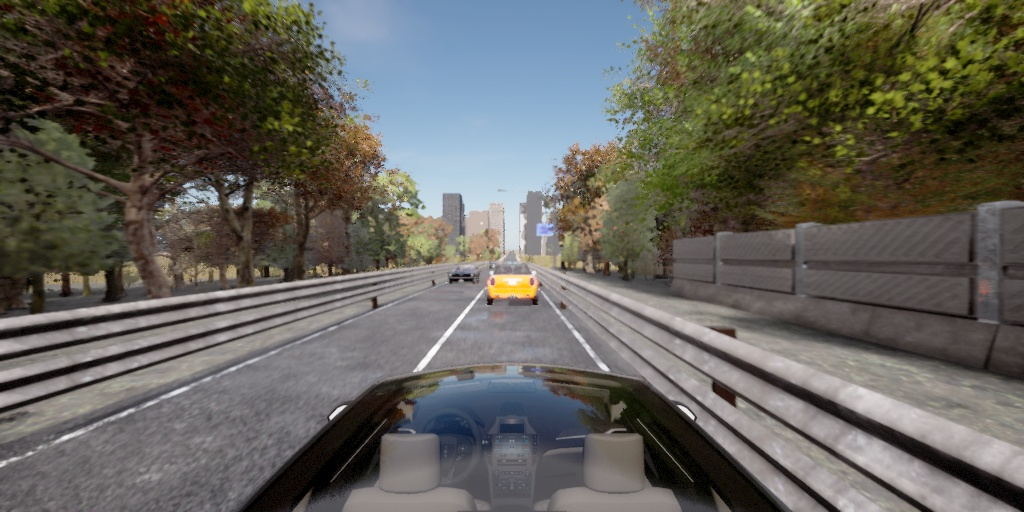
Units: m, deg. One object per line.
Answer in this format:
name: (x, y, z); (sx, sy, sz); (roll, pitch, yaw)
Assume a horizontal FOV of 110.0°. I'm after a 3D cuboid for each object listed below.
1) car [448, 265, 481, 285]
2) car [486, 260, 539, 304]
car: (-3.343, 1.332, 25.794); (1.895, 1.301, 4.718); (0, 0, 0)
car: (0.038, 1.062, 16.133); (2.097, 1.767, 4.553); (0, 0, 1)
